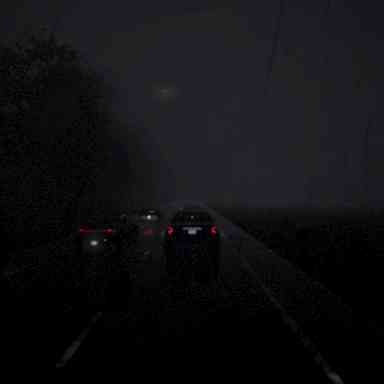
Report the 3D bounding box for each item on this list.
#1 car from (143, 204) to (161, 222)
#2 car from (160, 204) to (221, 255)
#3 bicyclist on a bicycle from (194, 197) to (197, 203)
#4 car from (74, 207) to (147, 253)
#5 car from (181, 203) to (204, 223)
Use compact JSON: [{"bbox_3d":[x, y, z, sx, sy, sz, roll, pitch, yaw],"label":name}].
[{"bbox_3d":[-3.472,1.787,29.320,1.837,1.490,4.892,0,0,0],"label":"car"},{"bbox_3d":[0.014,1.484,14.082,2.097,1.767,4.553,0,-1,0],"label":"car"},{"bbox_3d":[1.037,2.271,94.707,0.659,1.776,1.843,0,0,0],"label":"bicyclist on a bicycle"},{"bbox_3d":[-3.484,1.629,14.304,2.128,1.511,4.902,0,0,0],"label":"car"},{"bbox_3d":[0.028,1.787,29.303,1.837,1.490,4.892,0,0,0],"label":"car"}]
